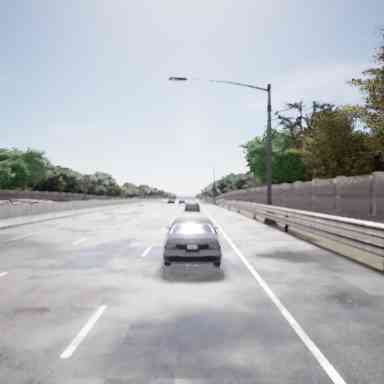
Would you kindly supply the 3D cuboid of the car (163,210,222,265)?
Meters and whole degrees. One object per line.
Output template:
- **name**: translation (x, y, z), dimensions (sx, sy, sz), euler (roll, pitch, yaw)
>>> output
- **car**: translation (0.010, 1.589, 11.770), dimensions (2.033, 1.411, 5.357), euler (0, 0, 0)

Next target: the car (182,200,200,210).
- **car**: translation (0.038, 1.821, 43.719), dimensions (1.994, 1.385, 4.181), euler (0, -1, 0)
